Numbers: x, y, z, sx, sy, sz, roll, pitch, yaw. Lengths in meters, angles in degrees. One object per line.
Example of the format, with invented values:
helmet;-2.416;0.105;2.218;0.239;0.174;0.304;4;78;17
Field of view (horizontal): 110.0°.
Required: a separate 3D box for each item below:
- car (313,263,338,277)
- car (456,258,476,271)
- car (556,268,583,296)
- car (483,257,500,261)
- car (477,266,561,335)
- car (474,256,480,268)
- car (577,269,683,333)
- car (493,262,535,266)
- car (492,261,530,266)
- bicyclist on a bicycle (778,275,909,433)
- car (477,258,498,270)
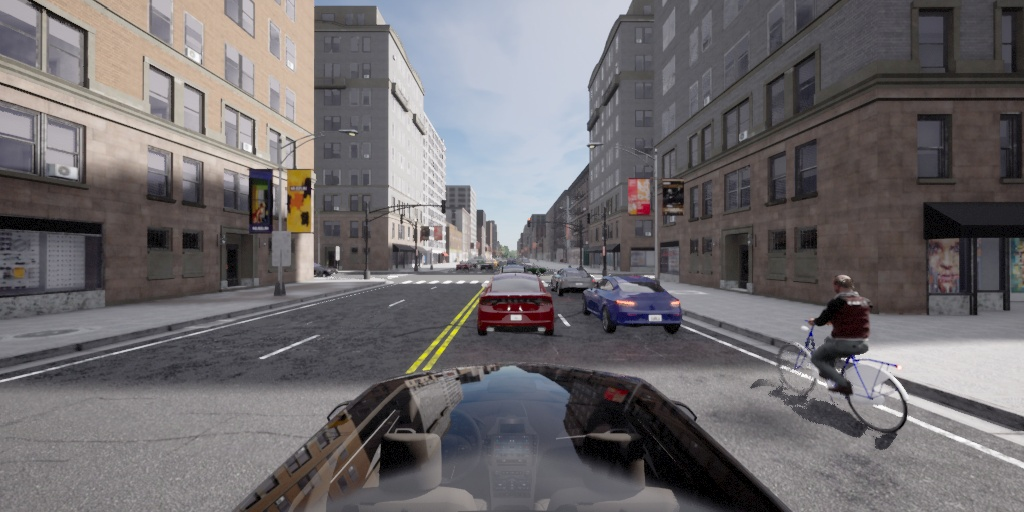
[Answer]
car;-19.688;1.280;34.356;5.357;1.411;2.033;0;0;0
car;-6.675;1.365;50.406;1.895;1.301;4.718;0;0;0
car;3.225;1.317;19.236;1.994;1.385;4.181;0;0;0
car;-3.417;1.244;59.851;1.882;1.535;5.008;0;0;0
car;0.089;1.228;10.496;1.882;1.535;5.008;0;0;0
car;-6.670;1.270;59.506;1.837;1.490;4.892;0;0;0
car;3.334;1.276;10.637;1.812;1.442;4.674;0;0;0
car;0.075;1.258;19.979;1.837;1.490;4.892;0;0;0
car;0.832;1.355;33.914;4.718;1.301;1.895;0;0;-35
bicyclist on a bicycle;4.142;1.121;4.682;0.659;1.776;1.843;0;0;0
car;-3.414;1.365;50.459;1.895;1.301;4.718;0;0;0
